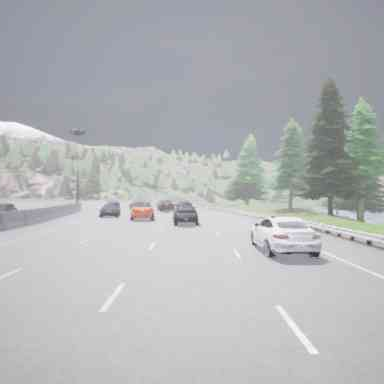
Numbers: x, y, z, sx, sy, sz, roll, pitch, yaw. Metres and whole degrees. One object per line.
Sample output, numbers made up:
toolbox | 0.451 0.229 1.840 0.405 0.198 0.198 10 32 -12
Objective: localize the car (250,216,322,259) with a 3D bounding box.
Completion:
car | 3.560 1.672 13.178 1.812 1.442 4.674 0 0 -1

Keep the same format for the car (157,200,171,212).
car | -4.020 1.883 48.160 2.097 1.767 4.553 0 -1 -13

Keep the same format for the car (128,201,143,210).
car | -9.107 2.155 53.595 1.994 1.385 4.181 0 -1 -16

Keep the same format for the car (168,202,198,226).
car | -0.600 1.785 26.455 2.128 1.511 4.902 0 -1 -5

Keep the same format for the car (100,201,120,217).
car | -8.896 1.964 36.284 1.994 1.385 4.181 0 -1 -10

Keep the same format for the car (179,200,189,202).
car | -1.370 2.079 52.083 1.837 1.490 4.892 1 -1 -15

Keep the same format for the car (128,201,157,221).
car | -4.699 1.704 31.690 2.097 1.767 4.553 0 0 -8

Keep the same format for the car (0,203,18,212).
car | -19.407 1.881 34.000 1.837 1.490 4.892 0 -1 -9
